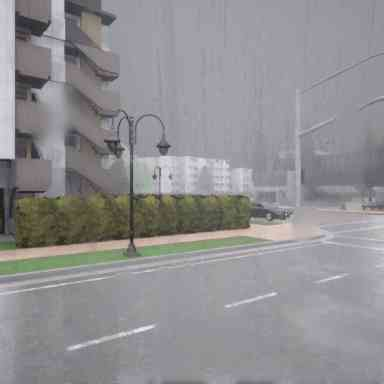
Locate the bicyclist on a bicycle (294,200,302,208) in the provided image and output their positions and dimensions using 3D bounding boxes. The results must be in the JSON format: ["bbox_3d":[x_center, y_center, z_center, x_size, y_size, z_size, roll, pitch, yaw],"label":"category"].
[{"bbox_3d":[13.295,1.301,41.601,1.656,1.620,0.582,0,0,-39],"label":"bicyclist on a bicycle"}]

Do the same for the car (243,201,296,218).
[{"bbox_3d":[7.143,1.601,31.038,1.895,1.301,4.718,0,0,-38],"label":"car"}]

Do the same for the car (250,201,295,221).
[{"bbox_3d":[5.702,1.505,27.226,1.837,1.490,4.892,0,0,-38],"label":"car"}]
